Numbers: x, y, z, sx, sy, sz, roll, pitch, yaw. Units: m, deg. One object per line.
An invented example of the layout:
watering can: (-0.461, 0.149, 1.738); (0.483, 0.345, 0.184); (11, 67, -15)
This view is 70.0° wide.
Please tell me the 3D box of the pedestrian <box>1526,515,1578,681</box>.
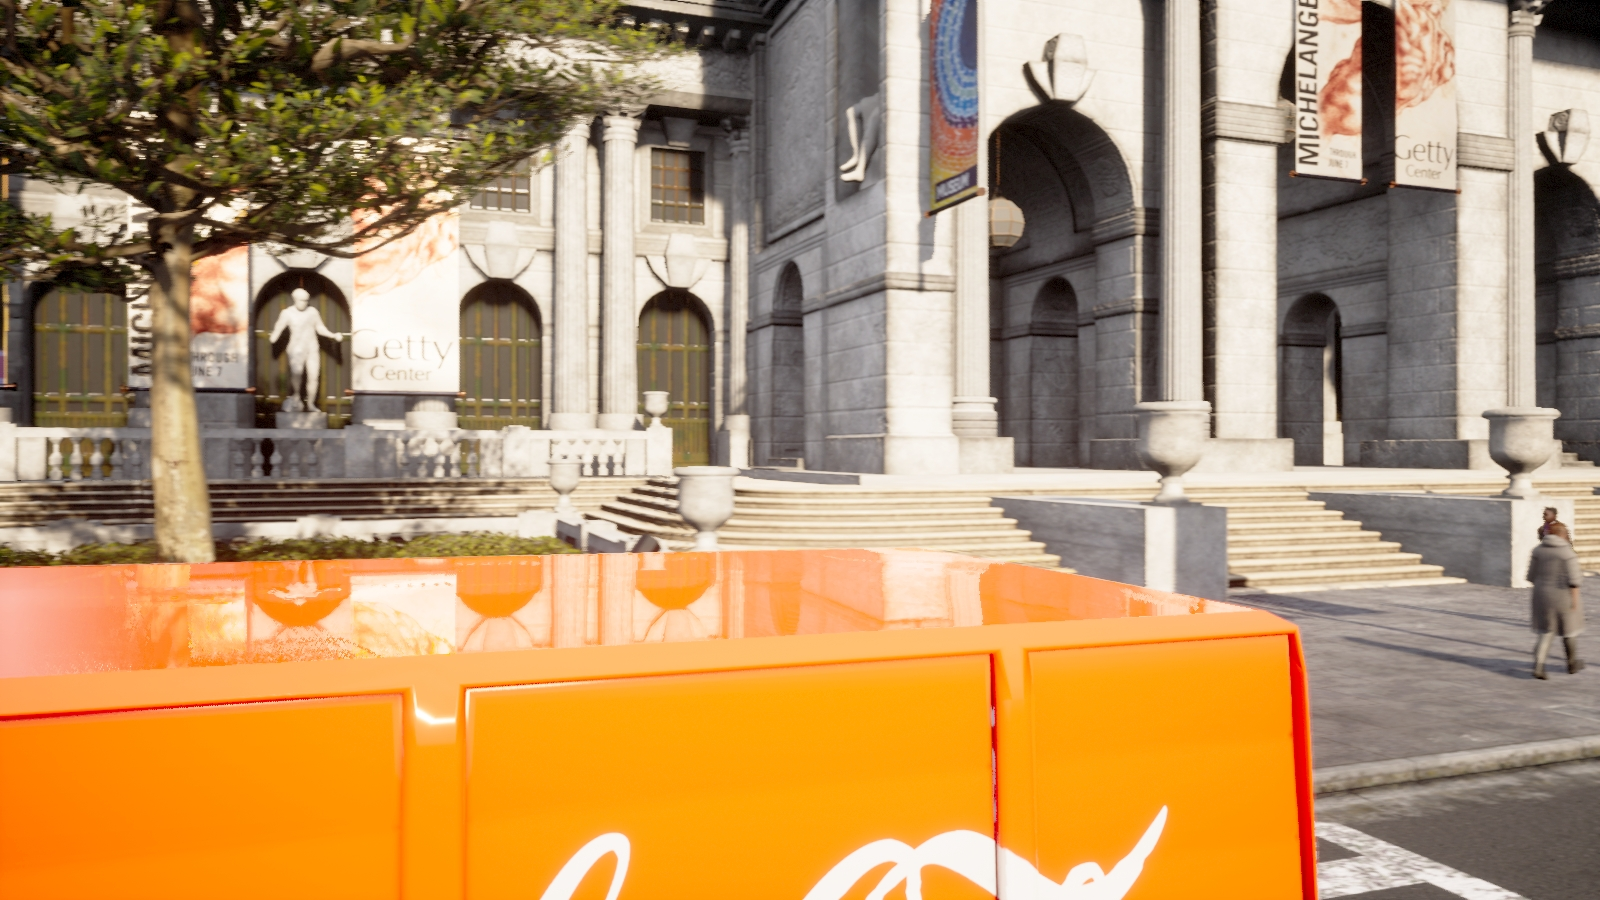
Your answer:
pedestrian: (8.729, 1.695, 13.263); (0.375, 1.860, 0.375); (0, 0, -29)

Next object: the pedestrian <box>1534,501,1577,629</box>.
pedestrian: (11.221, 1.695, 16.979); (0.375, 1.860, 0.375); (0, 0, -7)

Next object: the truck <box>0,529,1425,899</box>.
truck: (-1.596, 1.568, 2.719); (5.204, 2.467, 2.627); (0, 0, -20)
